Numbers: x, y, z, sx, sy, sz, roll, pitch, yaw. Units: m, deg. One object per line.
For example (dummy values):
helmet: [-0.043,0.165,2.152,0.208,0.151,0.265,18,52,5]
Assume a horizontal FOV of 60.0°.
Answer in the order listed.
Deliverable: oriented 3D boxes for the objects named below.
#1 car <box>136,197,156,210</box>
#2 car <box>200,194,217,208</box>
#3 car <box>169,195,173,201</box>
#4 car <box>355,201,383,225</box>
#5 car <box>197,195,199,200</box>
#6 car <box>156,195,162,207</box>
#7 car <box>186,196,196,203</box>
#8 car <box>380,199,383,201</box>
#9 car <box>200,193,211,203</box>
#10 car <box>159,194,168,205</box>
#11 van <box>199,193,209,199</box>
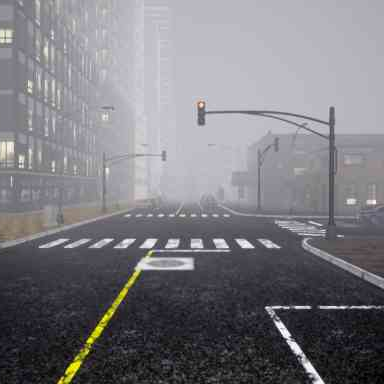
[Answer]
car: [-5.976,1.515,41.715,1.752,1.417,4.829,-1,0,0]
car: [2.521,1.429,47.503,1.967,1.590,4.097,-1,0,0]
car: [-5.955,1.509,86.869,1.752,1.417,4.829,-1,0,0]
car: [14.610,1.649,24.680,4.674,1.442,1.812,1,1,0]
car: [2.482,1.302,58.791,2.192,1.841,5.009,-1,0,0]
car: [-5.824,1.555,47.529,1.947,1.339,4.313,-1,0,0]
car: [-0.229,1.509,69.674,2.128,1.511,4.902,0,0,0]
car: [16.438,1.415,27.260,5.009,1.841,2.192,1,0,1]
car: [2.865,1.212,73.442,2.150,2.045,5.566,0,0,0]
car: [-5.861,1.553,58.819,1.947,1.339,4.313,-1,0,0]
van: [2.501,1.329,53.147,1.690,1.788,3.998,-1,0,0]
